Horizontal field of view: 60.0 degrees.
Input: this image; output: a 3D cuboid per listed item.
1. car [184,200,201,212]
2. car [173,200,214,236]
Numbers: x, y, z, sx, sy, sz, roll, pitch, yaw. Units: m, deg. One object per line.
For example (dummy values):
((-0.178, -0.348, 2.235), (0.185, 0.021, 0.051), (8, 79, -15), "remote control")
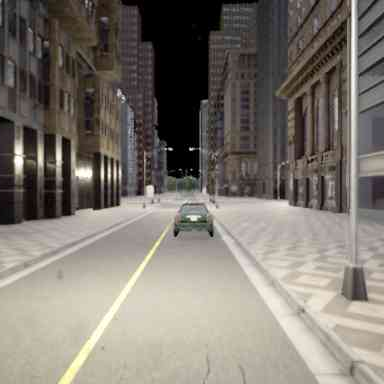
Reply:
((0.086, 1.617, 39.395), (1.895, 1.301, 4.718), (0, 0, 0), "car")
((0.090, 1.366, 18.695), (2.097, 1.767, 4.553), (0, 0, 0), "car")
